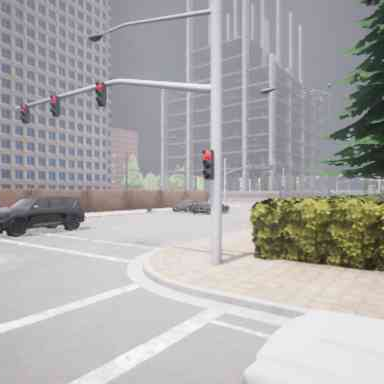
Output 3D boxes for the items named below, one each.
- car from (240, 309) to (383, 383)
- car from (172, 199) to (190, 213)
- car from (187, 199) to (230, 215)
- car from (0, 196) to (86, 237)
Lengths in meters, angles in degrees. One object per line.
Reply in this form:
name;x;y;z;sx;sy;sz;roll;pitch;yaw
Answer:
car;2.655;1.601;2.074;4.718;1.301;1.895;0;0;36
car;-0.254;1.547;36.939;1.837;1.490;4.892;0;0;36
car;1.927;1.645;33.976;1.895;1.301;4.718;0;0;36
car;-8.702;1.266;18.817;2.150;2.045;5.566;0;0;33
